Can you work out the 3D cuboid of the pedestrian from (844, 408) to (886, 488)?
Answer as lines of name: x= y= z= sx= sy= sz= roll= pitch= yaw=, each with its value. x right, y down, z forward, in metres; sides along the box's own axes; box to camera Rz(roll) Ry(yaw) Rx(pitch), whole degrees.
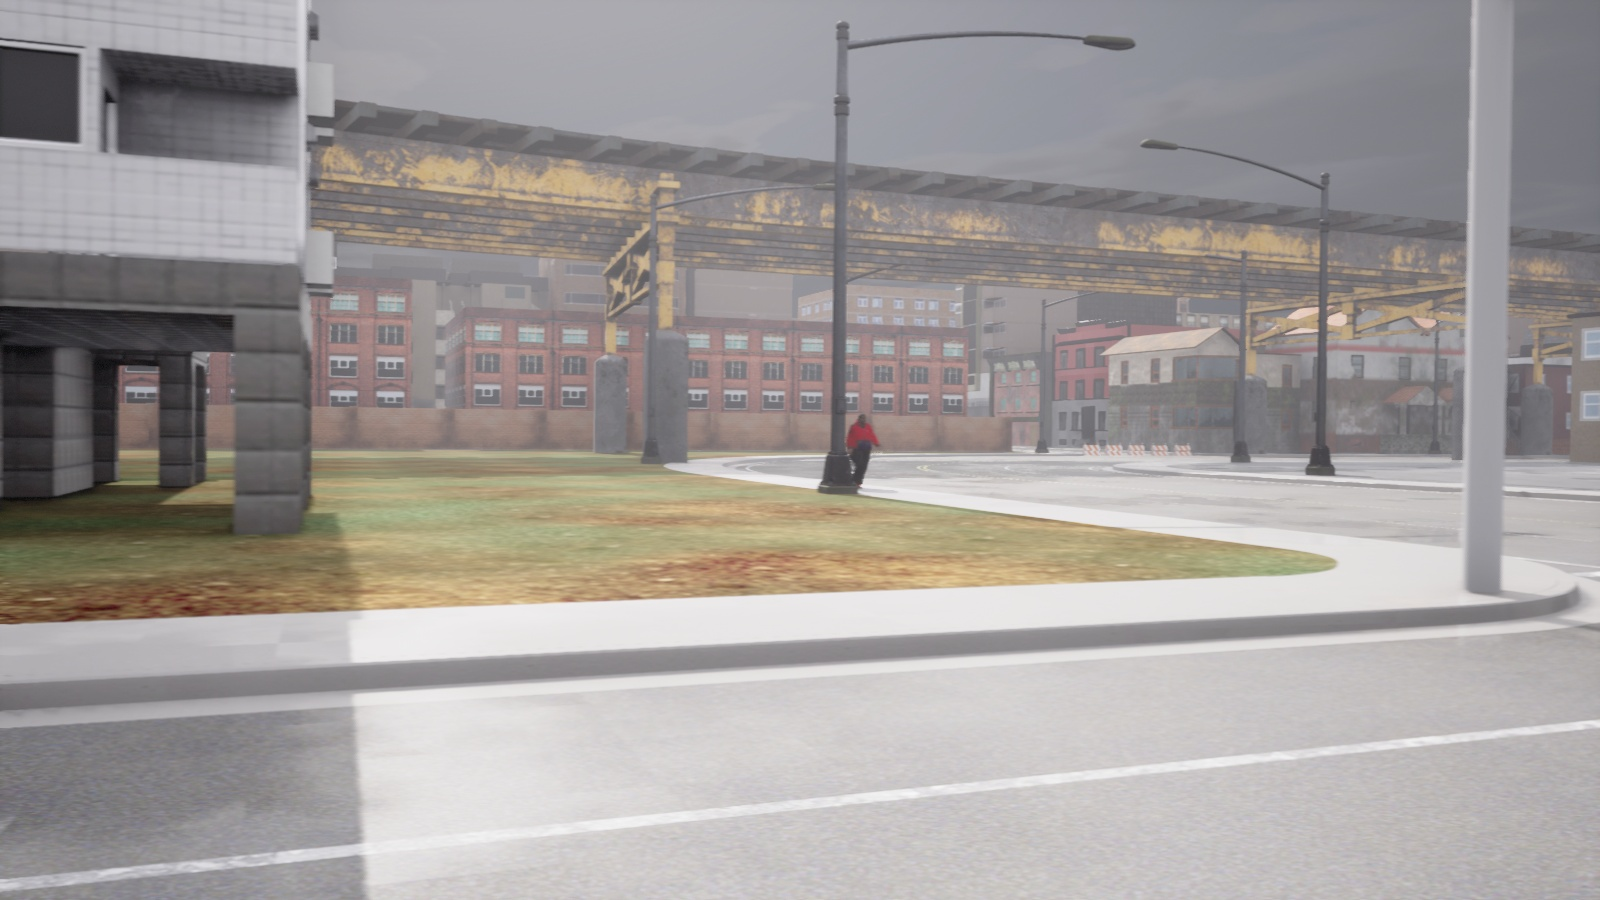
pedestrian: x=1.509 y=-0.051 z=29.266 sx=0.634 sy=1.844 sz=0.899 roll=-1 pitch=1 yaw=-25
